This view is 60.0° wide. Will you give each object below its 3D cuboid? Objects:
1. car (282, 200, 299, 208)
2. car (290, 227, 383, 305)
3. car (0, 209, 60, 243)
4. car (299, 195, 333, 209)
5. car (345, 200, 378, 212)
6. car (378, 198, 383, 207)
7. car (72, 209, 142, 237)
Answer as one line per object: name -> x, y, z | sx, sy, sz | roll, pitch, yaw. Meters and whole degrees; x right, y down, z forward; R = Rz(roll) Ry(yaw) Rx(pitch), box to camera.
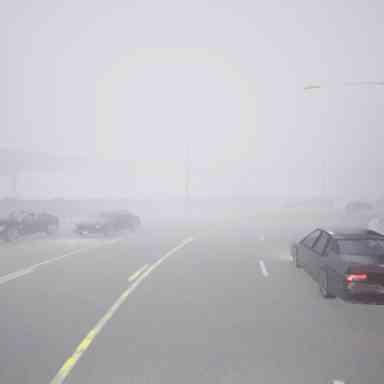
car -> 17.142, 2.051, 55.290 | 4.718, 1.301, 1.895 | 0, -1, -34
car -> 3.874, 1.614, 8.445 | 2.033, 1.411, 5.357 | 0, 0, 6
car -> -8.945, 1.681, 17.334 | 2.128, 1.511, 4.902 | -1, -1, 13
car -> 20.197, 1.578, 53.124 | 5.566, 2.045, 2.150 | 0, -1, -33
car -> 20.539, 1.703, 40.696 | 4.181, 1.385, 1.994 | 0, -1, -39
car -> 31.315, 1.637, 53.001 | 5.008, 1.535, 1.882 | 0, -1, -28
car -> -4.794, 1.746, 19.757 | 2.033, 1.411, 5.357 | -1, -1, 16
